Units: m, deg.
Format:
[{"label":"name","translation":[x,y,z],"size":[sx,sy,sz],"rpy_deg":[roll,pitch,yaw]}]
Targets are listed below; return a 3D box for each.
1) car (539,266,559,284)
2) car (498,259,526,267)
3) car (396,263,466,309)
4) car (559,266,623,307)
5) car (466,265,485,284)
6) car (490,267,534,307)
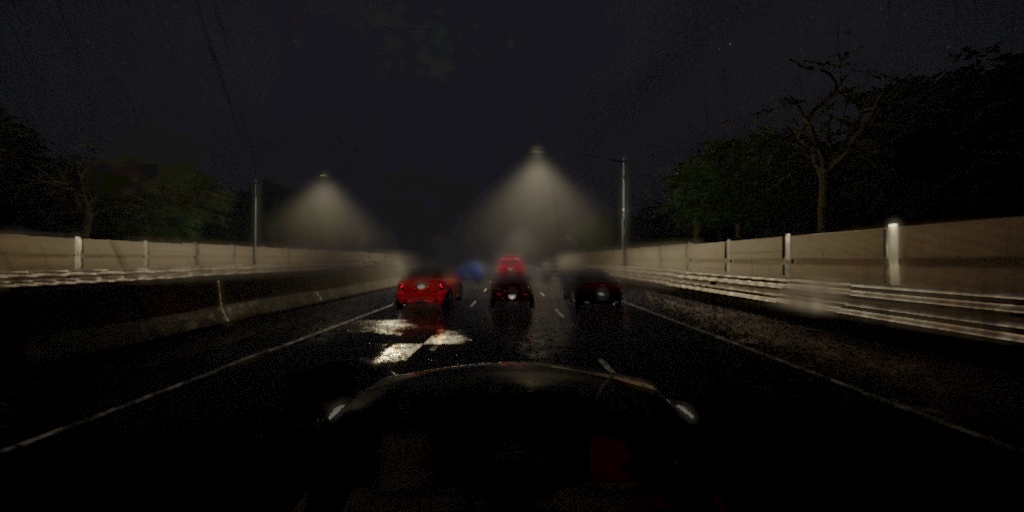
[{"label":"car","translation":[3.519,1.574,31.151],"size":[1.837,1.490,4.892],"rpy_deg":[0,0,0]},{"label":"car","translation":[0.016,1.281,30.904],"size":[2.150,2.045,5.566],"rpy_deg":[0,-1,0]},{"label":"car","translation":[-3.491,1.243,15.927],"size":[2.097,1.767,4.553],"rpy_deg":[0,-1,0]},{"label":"car","translation":[3.512,1.375,16.341],"size":[1.882,1.535,5.008],"rpy_deg":[0,0,0]},{"label":"car","translation":[-3.479,1.547,31.338],"size":[1.882,1.535,5.008],"rpy_deg":[0,0,0]},{"label":"car","translation":[0.012,1.421,16.239],"size":[1.812,1.442,4.674],"rpy_deg":[0,0,0]}]
